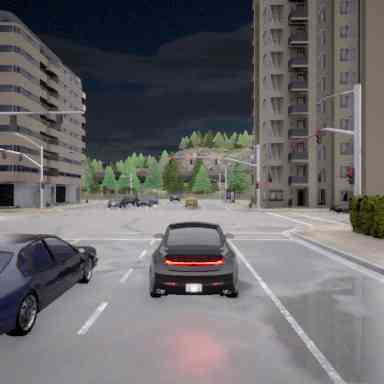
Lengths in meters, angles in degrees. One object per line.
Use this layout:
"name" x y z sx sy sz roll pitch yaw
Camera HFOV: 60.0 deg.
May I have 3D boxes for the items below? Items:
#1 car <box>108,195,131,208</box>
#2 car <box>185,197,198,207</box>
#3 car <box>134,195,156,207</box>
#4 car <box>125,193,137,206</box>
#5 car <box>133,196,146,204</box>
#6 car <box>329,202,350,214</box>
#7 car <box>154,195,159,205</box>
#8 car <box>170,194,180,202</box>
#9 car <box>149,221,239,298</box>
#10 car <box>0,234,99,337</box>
"car" -10.670 1.511 47.580 2.128 1.511 4.902 0 0 0
"car" -0.053 1.499 52.754 1.882 1.535 5.008 0 0 1
"car" -7.165 1.585 50.937 1.994 1.385 4.181 0 0 0
"car" -10.677 1.245 57.446 2.150 2.045 5.566 0 0 0
"car" -10.631 1.592 67.480 1.994 1.385 4.181 0 0 0
"car" 17.283 1.561 34.654 5.357 1.411 2.033 0 0 0
"car" -7.175 1.376 59.515 2.097 1.767 4.553 0 0 0
"car" -3.631 1.224 72.976 2.097 1.767 4.553 0 0 0
"car" 0.048 1.508 8.519 1.837 1.490 4.892 0 0 0
"car" -3.462 1.550 6.589 2.033 1.411 5.357 0 0 0
